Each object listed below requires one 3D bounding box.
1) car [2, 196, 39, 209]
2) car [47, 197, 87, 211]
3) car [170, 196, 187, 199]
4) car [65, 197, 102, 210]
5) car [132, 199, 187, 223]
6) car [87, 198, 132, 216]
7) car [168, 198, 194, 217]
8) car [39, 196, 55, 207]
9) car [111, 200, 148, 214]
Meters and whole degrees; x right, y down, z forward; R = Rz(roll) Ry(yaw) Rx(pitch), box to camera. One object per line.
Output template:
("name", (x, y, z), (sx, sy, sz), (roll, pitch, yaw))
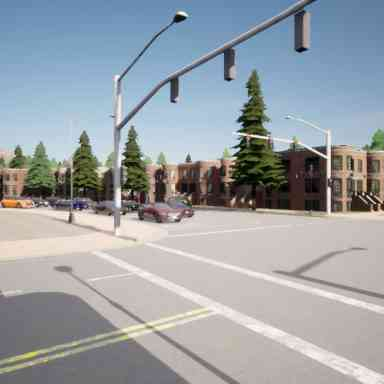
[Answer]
("car", (-23.695, 1.350, 45.390), (4.553, 1.767, 2.097), (0, 0, 25))
("car", (-14.971, 1.598, 39.995), (4.718, 1.301, 1.895), (0, 0, 38))
("car", (-2.175, 1.346, 42.413), (2.097, 1.767, 4.553), (0, 0, -41))
("car", (-14.334, 1.488, 43.818), (4.902, 1.511, 2.128), (0, 0, 36))
("car", (-2.598, 1.522, 25.546), (1.812, 1.442, 4.674), (0, 0, -35))
("car", (-8.279, 1.544, 33.223), (2.033, 1.411, 5.357), (0, 0, -38))
("car", (-1.613, 1.560, 30.066), (1.994, 1.385, 4.181), (0, 0, -37))
("car", (-23.287, 1.489, 49.070), (4.902, 1.511, 2.128), (0, 0, 23))
("car", (-6.977, 1.597, 36.992), (1.895, 1.301, 4.718), (0, 0, -41))
